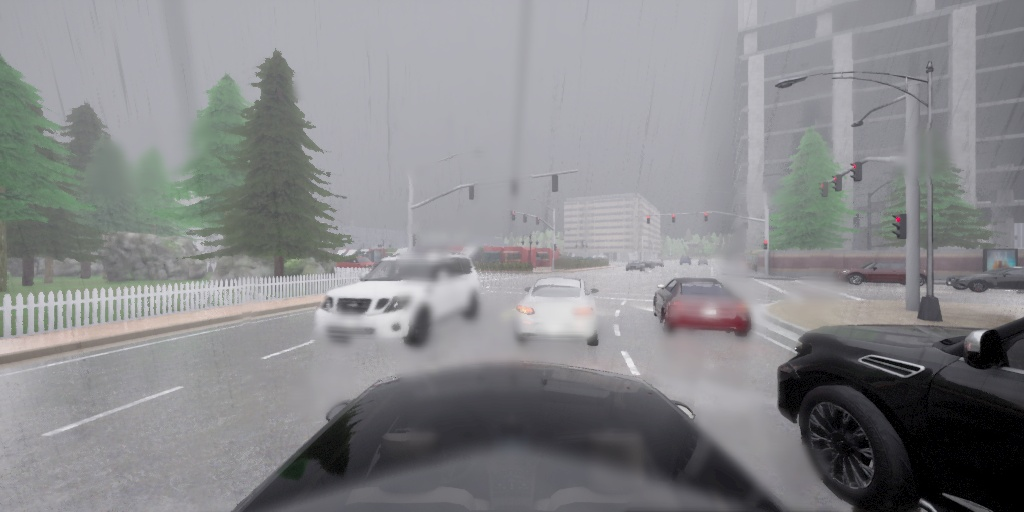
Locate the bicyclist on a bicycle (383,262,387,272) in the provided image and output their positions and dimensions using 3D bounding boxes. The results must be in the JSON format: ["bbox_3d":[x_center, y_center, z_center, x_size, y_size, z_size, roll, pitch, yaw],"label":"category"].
[{"bbox_3d":[-15.735,1.258,44.274,0.582,1.620,1.656,0,0,-23],"label":"bicyclist on a bicycle"}]

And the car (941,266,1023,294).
[{"bbox_3d":[28.002,1.331,20.154,4.674,1.442,1.812,0,0,29],"label":"car"}]

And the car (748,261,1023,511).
[{"bbox_3d":[3.737,0.971,1.190,2.150,2.045,5.566,0,0,0],"label":"car"}]

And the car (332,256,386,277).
[{"bbox_3d":[-15.663,1.027,36.674,5.566,2.045,2.150,0,0,30],"label":"car"}]

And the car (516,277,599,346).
[{"bbox_3d":[1.275,1.276,9.412,1.812,1.442,4.674,0,0,11],"label":"car"}]

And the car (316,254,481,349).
[{"bbox_3d":[-2.531,0.971,9.685,2.150,2.045,5.566,0,0,13],"label":"car"}]

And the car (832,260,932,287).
[{"bbox_3d":[25.914,1.157,25.388,4.553,1.767,2.097,0,0,30],"label":"car"}]

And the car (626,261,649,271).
[{"bbox_3d":[16.479,1.314,47.666,1.994,1.385,4.181,0,0,29],"label":"car"}]

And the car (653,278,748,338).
[{"bbox_3d":[5.296,1.314,10.419,1.994,1.385,4.181,0,0,17],"label":"car"}]

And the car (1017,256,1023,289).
[{"bbox_3d":[34.251,1.027,20.657,5.566,2.045,2.150,0,0,30],"label":"car"}]

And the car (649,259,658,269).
[{"bbox_3d":[20.827,1.351,55.441,1.895,1.301,4.718,0,0,29],"label":"car"}]
